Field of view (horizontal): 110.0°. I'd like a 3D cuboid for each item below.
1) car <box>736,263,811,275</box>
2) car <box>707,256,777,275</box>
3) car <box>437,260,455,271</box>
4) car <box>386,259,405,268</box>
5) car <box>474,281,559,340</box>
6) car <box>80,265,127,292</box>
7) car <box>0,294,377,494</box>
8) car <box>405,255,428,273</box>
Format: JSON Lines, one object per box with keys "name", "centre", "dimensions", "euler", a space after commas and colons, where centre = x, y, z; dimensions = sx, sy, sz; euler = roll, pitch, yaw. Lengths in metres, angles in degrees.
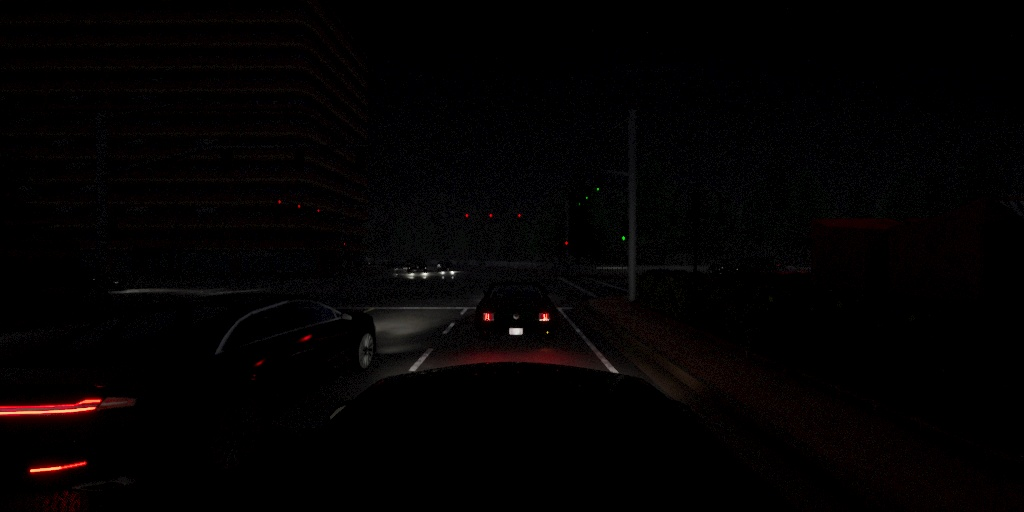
{"name": "car", "centre": [20.523, 1.398, 27.753], "dimensions": [4.718, 1.301, 1.895], "euler": [0, 0, 1]}
{"name": "car", "centre": [20.169, 1.017, 31.257], "dimensions": [5.566, 2.045, 2.150], "euler": [0, 0, 1]}
{"name": "car", "centre": [-8.870, 1.283, 47.746], "dimensions": [2.033, 1.411, 5.357], "euler": [0, 0, -18]}
{"name": "car", "centre": [-19.357, 1.258, 59.531], "dimensions": [1.812, 1.442, 4.674], "euler": [0, 0, -42]}
{"name": "car", "centre": [0.113, 1.348, 9.993], "dimensions": [1.895, 1.301, 4.718], "euler": [0, 0, 1]}
{"name": "car", "centre": [-25.577, 1.291, 20.982], "dimensions": [4.902, 1.511, 2.128], "euler": [0, 0, 1]}
{"name": "car", "centre": [-3.426, 1.241, 4.729], "dimensions": [2.128, 1.511, 4.902], "euler": [0, 0, 0]}
{"name": "car", "centre": [-11.793, 0.951, 44.793], "dimensions": [2.150, 2.045, 5.566], "euler": [0, 1, -15]}
